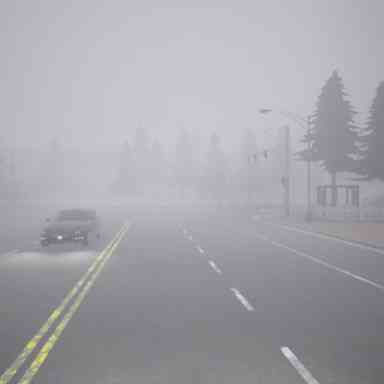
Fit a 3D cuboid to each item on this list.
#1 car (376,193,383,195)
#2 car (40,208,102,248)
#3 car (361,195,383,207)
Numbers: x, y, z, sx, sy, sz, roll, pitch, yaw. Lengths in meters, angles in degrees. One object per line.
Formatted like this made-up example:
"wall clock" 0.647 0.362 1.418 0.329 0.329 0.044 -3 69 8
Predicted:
"car" 27.374 1.155 47.598 5.566 2.045 2.150 0 0 -6
"car" -5.281 1.503 15.031 1.837 1.490 4.892 0 0 -6
"car" 24.823 1.439 43.803 4.892 1.490 1.837 0 0 -6
